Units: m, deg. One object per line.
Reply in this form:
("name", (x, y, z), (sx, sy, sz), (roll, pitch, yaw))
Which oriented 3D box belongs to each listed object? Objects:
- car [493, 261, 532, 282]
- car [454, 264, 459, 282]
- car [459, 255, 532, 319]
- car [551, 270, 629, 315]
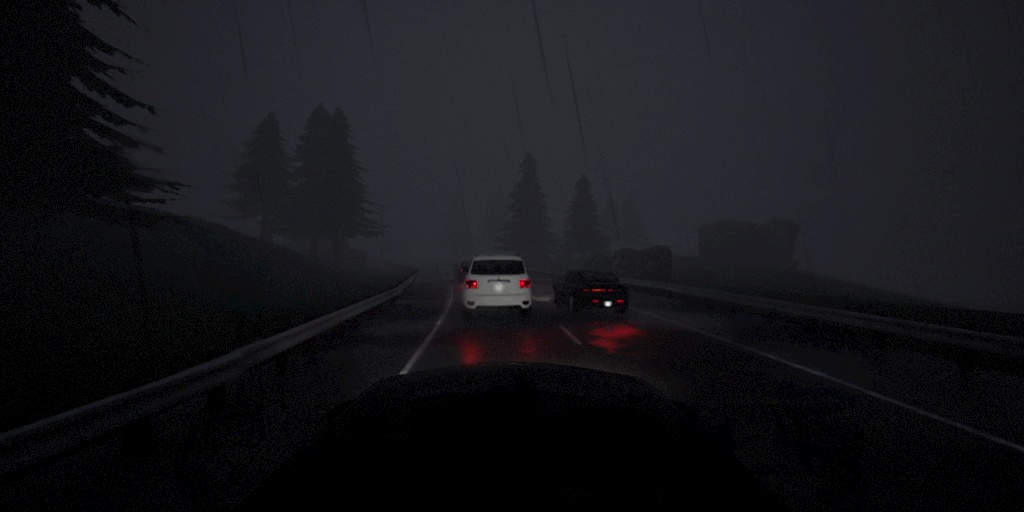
("car", (-0.064, 1.251, 29.938), (2.128, 1.511, 4.902), (0, 0, -14))
("car", (-3.613, 1.122, 29.630), (2.097, 1.767, 4.553), (0, 0, -14))
("car", (-0.636, 0.977, 13.068), (2.150, 2.045, 5.566), (0, 0, -5))
("car", (2.782, 1.250, 13.682), (1.837, 1.490, 4.892), (0, 0, -6))
